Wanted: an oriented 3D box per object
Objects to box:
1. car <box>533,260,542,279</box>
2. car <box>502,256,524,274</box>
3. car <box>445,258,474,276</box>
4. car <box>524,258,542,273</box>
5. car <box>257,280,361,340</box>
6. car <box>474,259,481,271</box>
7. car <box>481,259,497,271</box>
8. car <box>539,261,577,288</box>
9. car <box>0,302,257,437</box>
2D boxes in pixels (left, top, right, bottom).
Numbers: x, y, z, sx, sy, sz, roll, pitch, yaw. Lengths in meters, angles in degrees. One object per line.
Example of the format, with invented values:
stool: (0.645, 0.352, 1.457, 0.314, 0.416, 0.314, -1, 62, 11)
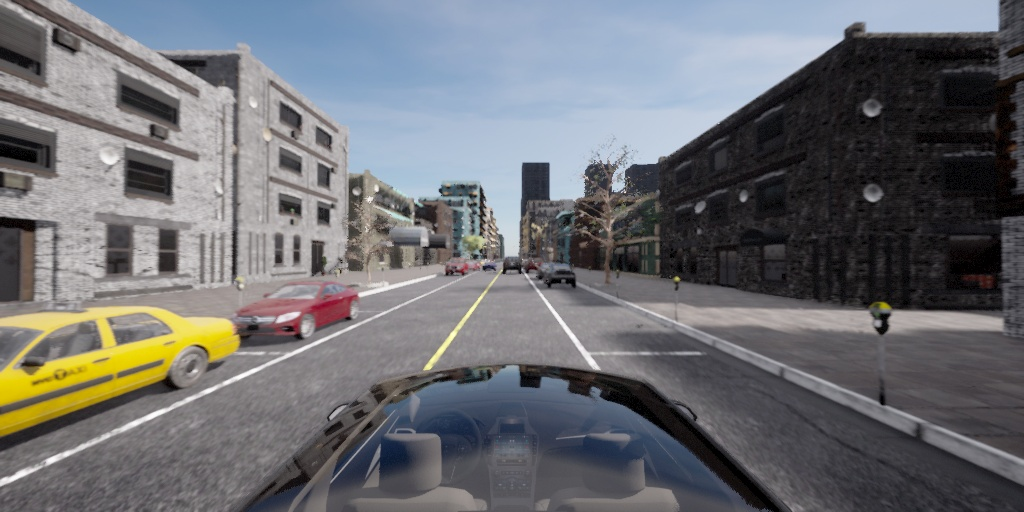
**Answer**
car: (3.158, 1.306, 31.342, 1.812, 1.442, 4.674, 0, 0, 0)
car: (0.039, 1.032, 42.725, 2.150, 2.045, 5.566, 0, 0, 0)
car: (-5.679, 1.100, 37.645, 2.192, 1.841, 5.009, 0, 0, 0)
car: (2.704, 1.108, 43.173, 2.192, 1.841, 5.009, 0, 0, 0)
car: (-5.686, 1.339, 9.979, 1.802, 1.307, 4.207, 0, 0, 0)
car: (-5.675, 1.381, 48.710, 1.802, 1.307, 4.207, 0, 0, 0)
car: (-3.058, 1.401, 49.061, 1.895, 1.301, 4.718, 0, 0, 0)
car: (3.153, 1.277, 24.341, 1.837, 1.490, 4.892, 0, 0, 0)
car: (-5.688, 1.277, 4.276, 1.751, 1.417, 4.829, 0, 0, 0)
